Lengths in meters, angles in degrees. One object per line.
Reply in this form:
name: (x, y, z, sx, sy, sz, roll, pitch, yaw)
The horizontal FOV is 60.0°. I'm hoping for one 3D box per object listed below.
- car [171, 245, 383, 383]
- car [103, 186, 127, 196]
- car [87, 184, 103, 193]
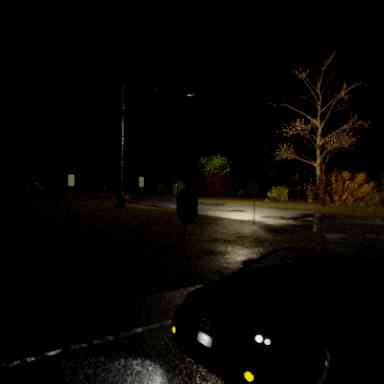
car: (1.778, 1.579, 5.125, 4.181, 1.385, 1.994, 0, 0, -35)
car: (-11.762, -0.204, 52.194, 1.812, 1.442, 4.674, 0, 2, -35)
car: (-17.306, -0.686, 59.979, 2.097, 1.767, 4.553, 0, 2, -35)
